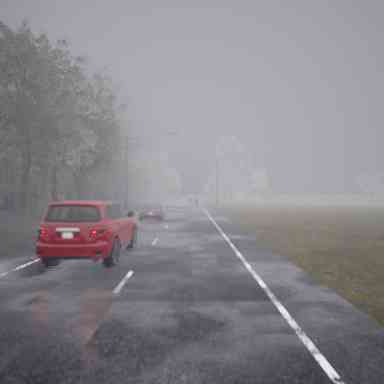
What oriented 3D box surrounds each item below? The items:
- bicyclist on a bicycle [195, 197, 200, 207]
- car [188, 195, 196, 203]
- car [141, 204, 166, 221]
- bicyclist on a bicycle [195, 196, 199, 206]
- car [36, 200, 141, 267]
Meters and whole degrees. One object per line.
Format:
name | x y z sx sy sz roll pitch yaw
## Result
bicyclist on a bicycle | 0.962 1.763 56.624 0.866 1.612 1.509 0 0 0
car | 0.005 1.932 82.372 1.994 1.385 4.181 0 0 0
car | -3.400 1.732 29.278 1.994 1.385 4.181 0 0 0
bicyclist on a bicycle | 0.965 1.746 65.134 0.659 1.776 1.843 0 0 0
car | -3.399 1.290 11.756 2.150 2.045 5.566 0 0 0
